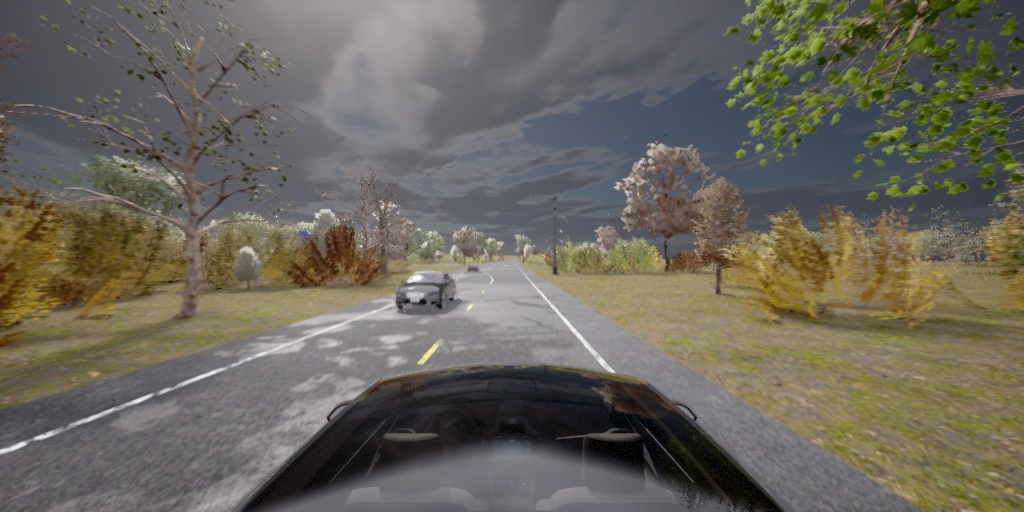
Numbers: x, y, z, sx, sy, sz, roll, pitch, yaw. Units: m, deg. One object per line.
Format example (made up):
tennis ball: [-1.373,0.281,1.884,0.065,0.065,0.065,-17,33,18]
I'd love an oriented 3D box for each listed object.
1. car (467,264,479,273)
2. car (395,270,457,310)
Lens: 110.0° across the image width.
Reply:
car: [-6.056,1.913,56.106,1.895,1.301,4.718,0,-1,-6]
car: [-3.624,1.399,15.809,2.128,1.511,4.902,0,-1,0]
